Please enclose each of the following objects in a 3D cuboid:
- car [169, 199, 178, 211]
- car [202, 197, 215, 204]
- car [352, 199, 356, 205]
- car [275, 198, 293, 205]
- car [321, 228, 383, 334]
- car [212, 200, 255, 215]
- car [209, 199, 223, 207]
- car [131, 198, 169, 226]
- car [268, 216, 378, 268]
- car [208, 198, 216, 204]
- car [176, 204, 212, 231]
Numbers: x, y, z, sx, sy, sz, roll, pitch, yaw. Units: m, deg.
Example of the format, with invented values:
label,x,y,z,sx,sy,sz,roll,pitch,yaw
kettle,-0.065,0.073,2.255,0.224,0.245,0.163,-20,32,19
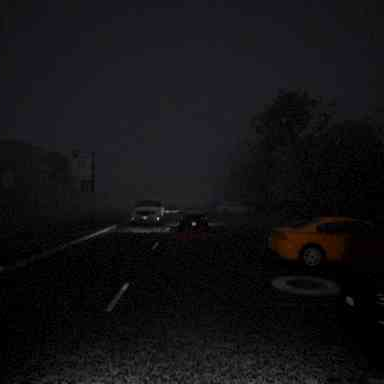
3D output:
label,x,y,z,sx,sy,sz,roll,pitch,yaw
car,-3.219,2.155,51.212,1.994,1.385,4.181,0,-1,1
car,5.173,2.228,73.555,4.553,1.767,2.185,0,-1,0
car,29.477,1.523,62.065,5.566,2.045,2.150,-1,-3,-1
car,18.012,1.913,61.922,5.008,1.535,1.882,-1,-3,0
car,5.093,1.517,5.471,5.008,1.535,2.097,0,-1,0
car,5.113,1.963,39.522,4.674,1.452,2.002,0,-1,0
car,5.123,1.962,42.671,5.008,1.535,2.097,0,-1,0
car,-3.331,1.496,26.295,2.150,2.045,5.566,0,-1,0
car,5.086,1.567,11.039,5.008,1.535,2.097,0,-1,0
car,5.115,2.005,45.944,4.892,1.521,2.231,0,-1,0
car,0.116,1.749,22.249,1.812,1.442,4.674,0,-1,0
